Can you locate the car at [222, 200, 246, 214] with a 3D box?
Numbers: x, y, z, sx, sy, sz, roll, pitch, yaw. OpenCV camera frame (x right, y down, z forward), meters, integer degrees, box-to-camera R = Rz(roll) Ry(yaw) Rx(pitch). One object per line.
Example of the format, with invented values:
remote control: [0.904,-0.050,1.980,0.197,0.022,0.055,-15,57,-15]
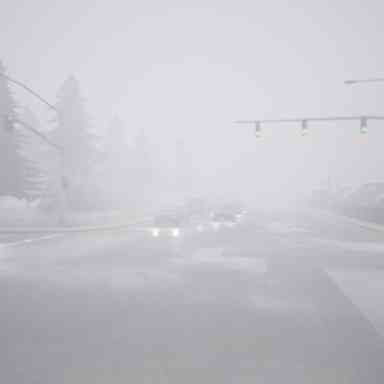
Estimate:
car: [4.961,1.943,39.554,1.994,1.385,4.181,0,-1,12]

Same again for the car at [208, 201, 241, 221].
car: [3.120,1.846,30.512,2.033,1.411,5.357,0,-1,12]

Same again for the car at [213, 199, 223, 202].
car: [2.528,1.989,45.264,2.033,1.411,5.357,0,-1,11]

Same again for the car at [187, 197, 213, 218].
car: [0.498,1.573,35.224,2.150,2.045,5.566,0,-1,11]

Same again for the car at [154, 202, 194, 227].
car: [-1.438,1.792,25.713,1.812,1.442,4.674,0,-1,12]

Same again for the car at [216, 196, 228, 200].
car: [5.128,1.771,57.908,2.150,2.045,5.566,0,0,12]
